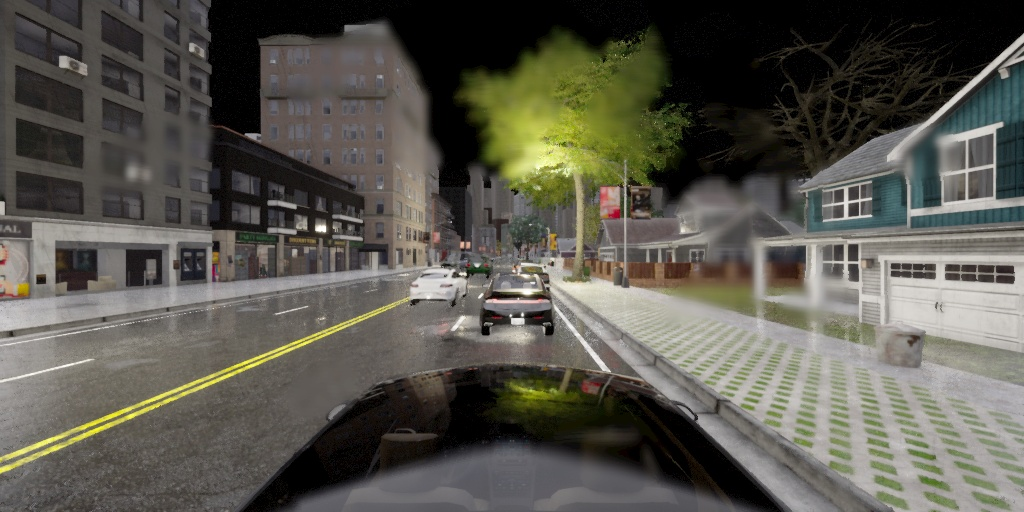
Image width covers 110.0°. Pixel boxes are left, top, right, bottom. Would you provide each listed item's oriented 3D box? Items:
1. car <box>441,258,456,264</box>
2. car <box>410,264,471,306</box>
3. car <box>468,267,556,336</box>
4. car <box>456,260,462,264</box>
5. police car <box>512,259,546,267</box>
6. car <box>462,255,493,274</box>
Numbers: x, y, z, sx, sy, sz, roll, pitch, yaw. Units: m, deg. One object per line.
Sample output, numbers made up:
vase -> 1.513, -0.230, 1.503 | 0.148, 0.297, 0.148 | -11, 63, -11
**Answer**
car -> -9.597, 1.061, 55.102 | 2.097, 1.767, 4.553 | 0, 0, 0
car -> -3.088, 1.270, 15.631 | 1.812, 1.442, 4.674 | 0, 0, 0
car -> 0.138, 1.239, 10.410 | 2.128, 1.511, 4.902 | 0, 0, 0
car -> -6.371, 1.190, 51.470 | 1.882, 1.535, 5.008 | 0, 0, 0
police car -> 1.060, 1.166, 20.658 | 1.930, 1.638, 5.238 | 0, 0, 0
car -> -3.006, 0.950, 33.717 | 2.150, 2.045, 5.566 | 0, 0, 0
